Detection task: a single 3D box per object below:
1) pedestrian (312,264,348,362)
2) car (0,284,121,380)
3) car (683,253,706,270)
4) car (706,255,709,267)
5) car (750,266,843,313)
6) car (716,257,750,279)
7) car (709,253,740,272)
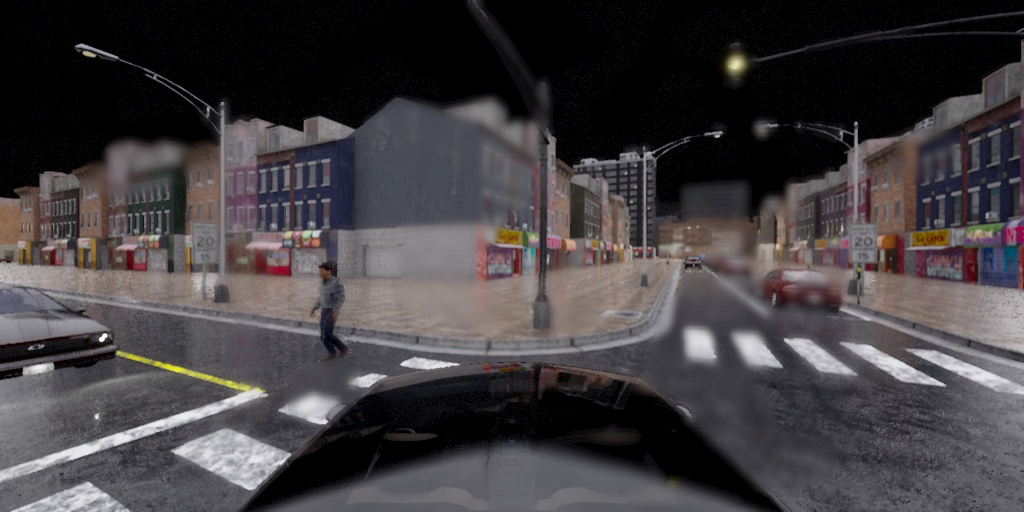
[{"bbox_3d":[-3.323,0.985,6.575,0.375,1.860,0.375,0,0,25],"label":"pedestrian"},{"bbox_3d":[-9.237,1.210,6.115,5.357,1.411,2.033,0,0,22],"label":"car"},{"bbox_3d":[21.009,0.761,41.581,1.837,1.490,4.892,0,1,25],"label":"car"},{"bbox_3d":[24.456,0.826,42.696,1.802,1.307,4.207,0,0,25],"label":"car"},{"bbox_3d":[10.425,1.138,13.246,1.888,1.381,4.507,0,0,25],"label":"car"},{"bbox_3d":[17.440,0.957,27.971,1.888,1.381,4.507,0,0,25],"label":"car"},{"bbox_3d":[19.779,0.669,32.879,2.192,1.841,5.009,0,0,25],"label":"car"}]
